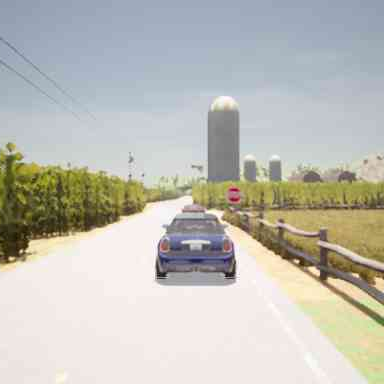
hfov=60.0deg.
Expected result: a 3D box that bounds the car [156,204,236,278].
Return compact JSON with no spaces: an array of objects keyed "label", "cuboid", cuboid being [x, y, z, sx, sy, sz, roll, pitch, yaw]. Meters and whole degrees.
[{"label":"car","cuboid":[0.101,1.415,10.490,2.097,1.767,4.553,0,0,0]}]

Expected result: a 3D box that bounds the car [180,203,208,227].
[{"label":"car","cuboid":[0.099,1.625,24.749,1.882,1.535,5.008,0,-1,0]}]
